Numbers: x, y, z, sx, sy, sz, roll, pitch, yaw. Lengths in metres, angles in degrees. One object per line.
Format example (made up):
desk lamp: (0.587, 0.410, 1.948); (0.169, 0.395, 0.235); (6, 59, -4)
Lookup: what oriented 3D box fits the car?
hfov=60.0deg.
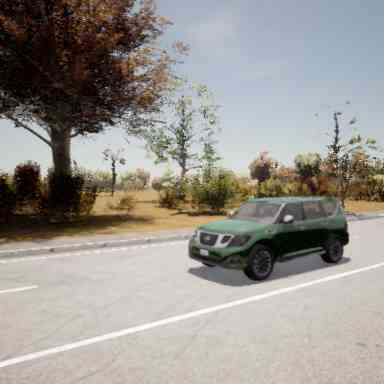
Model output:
car: (2.555, 1.174, 10.126); (5.566, 2.045, 2.150); (-1, 1, -36)
